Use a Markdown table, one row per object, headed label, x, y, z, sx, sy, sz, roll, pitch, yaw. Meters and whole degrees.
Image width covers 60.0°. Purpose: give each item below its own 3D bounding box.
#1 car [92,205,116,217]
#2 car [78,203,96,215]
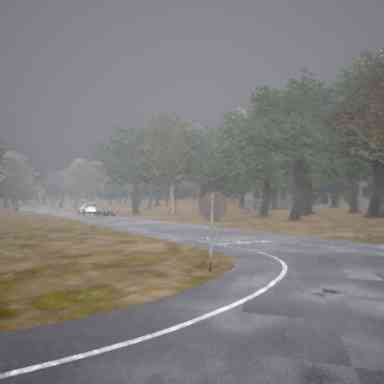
| label | x | y | z | sx | sy | sz | roll | pitch | yaw |
| --- | --- | --- | --- | --- | --- | --- | --- | --- | --- |
| car | -12.710 | 2.982 | 48.862 | 1.895 | 1.301 | 4.718 | 3 | -3 | -31 |
| car | -17.994 | 2.882 | 57.442 | 2.150 | 2.045 | 5.566 | 3 | -3 | -31 |
